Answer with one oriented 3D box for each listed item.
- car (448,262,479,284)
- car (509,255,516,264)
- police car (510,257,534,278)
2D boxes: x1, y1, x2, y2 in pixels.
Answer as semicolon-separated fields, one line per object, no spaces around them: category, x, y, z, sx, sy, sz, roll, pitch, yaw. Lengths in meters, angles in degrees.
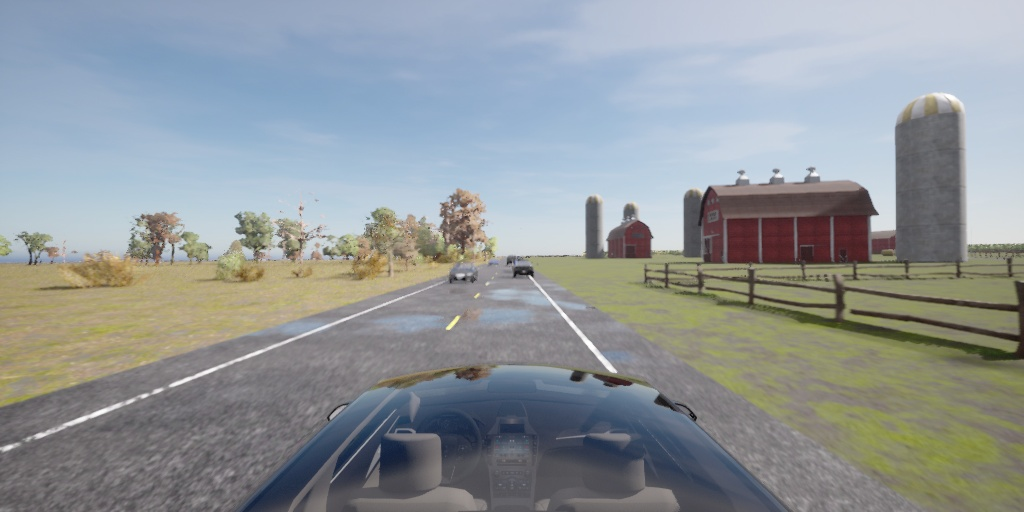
car;-3.596;1.235;27.172;2.128;1.511;4.902;0;0;0
car;1.048;1.079;49.704;2.097;1.767;4.553;0;0;0
police car;1.050;1.165;33.843;1.930;1.638;5.238;0;0;0
